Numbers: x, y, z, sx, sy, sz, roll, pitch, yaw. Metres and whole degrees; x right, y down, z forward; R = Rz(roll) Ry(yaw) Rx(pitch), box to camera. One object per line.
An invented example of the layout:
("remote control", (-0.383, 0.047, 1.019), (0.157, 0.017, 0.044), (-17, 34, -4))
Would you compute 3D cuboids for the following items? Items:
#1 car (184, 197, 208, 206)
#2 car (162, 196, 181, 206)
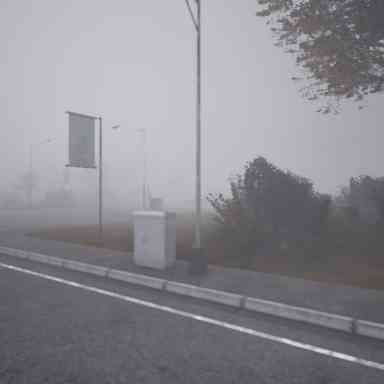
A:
("car", (0.701, 1.548, 54.442), (1.895, 1.301, 4.718), (0, 0, 33))
("car", (-3.512, 1.466, 54.365), (1.812, 1.442, 4.674), (0, 0, 33))
